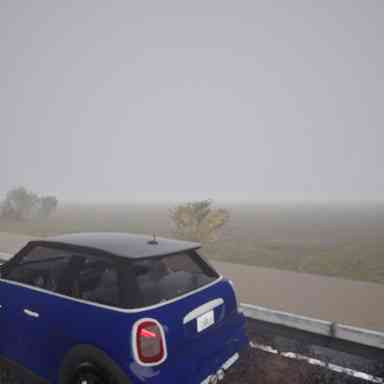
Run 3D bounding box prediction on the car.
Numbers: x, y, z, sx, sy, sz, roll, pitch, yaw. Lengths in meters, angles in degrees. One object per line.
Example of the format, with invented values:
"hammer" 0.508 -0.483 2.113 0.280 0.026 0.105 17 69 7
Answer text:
"car" -1.589 1.364 4.693 4.553 1.767 2.097 0 0 35
